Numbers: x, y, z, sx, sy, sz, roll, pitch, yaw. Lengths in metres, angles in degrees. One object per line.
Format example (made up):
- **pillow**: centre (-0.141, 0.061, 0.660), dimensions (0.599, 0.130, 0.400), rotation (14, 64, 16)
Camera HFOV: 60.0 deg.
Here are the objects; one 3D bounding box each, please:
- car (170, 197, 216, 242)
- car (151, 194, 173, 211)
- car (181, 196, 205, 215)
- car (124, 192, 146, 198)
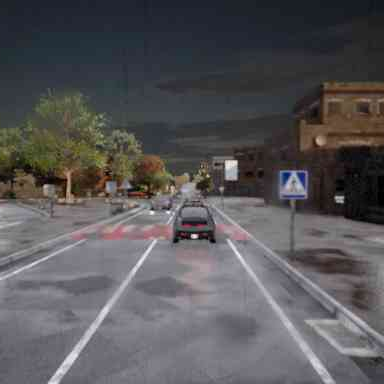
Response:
- **car**: centre (0.100, 1.302, 15.823), dimensions (1.837, 1.490, 4.892), rotation (0, 6, 0)
- **car**: centre (-3.257, 1.057, 36.358), dimensions (2.097, 1.767, 4.553), rotation (0, 1, 0)
- **car**: centre (0.101, 1.242, 32.214), dimensions (2.128, 1.511, 4.902), rotation (0, 1, 0)
- **car**: centre (-12.964, 0.650, 75.783), dimensions (1.895, 1.301, 4.718), rotation (3, 2, 44)
